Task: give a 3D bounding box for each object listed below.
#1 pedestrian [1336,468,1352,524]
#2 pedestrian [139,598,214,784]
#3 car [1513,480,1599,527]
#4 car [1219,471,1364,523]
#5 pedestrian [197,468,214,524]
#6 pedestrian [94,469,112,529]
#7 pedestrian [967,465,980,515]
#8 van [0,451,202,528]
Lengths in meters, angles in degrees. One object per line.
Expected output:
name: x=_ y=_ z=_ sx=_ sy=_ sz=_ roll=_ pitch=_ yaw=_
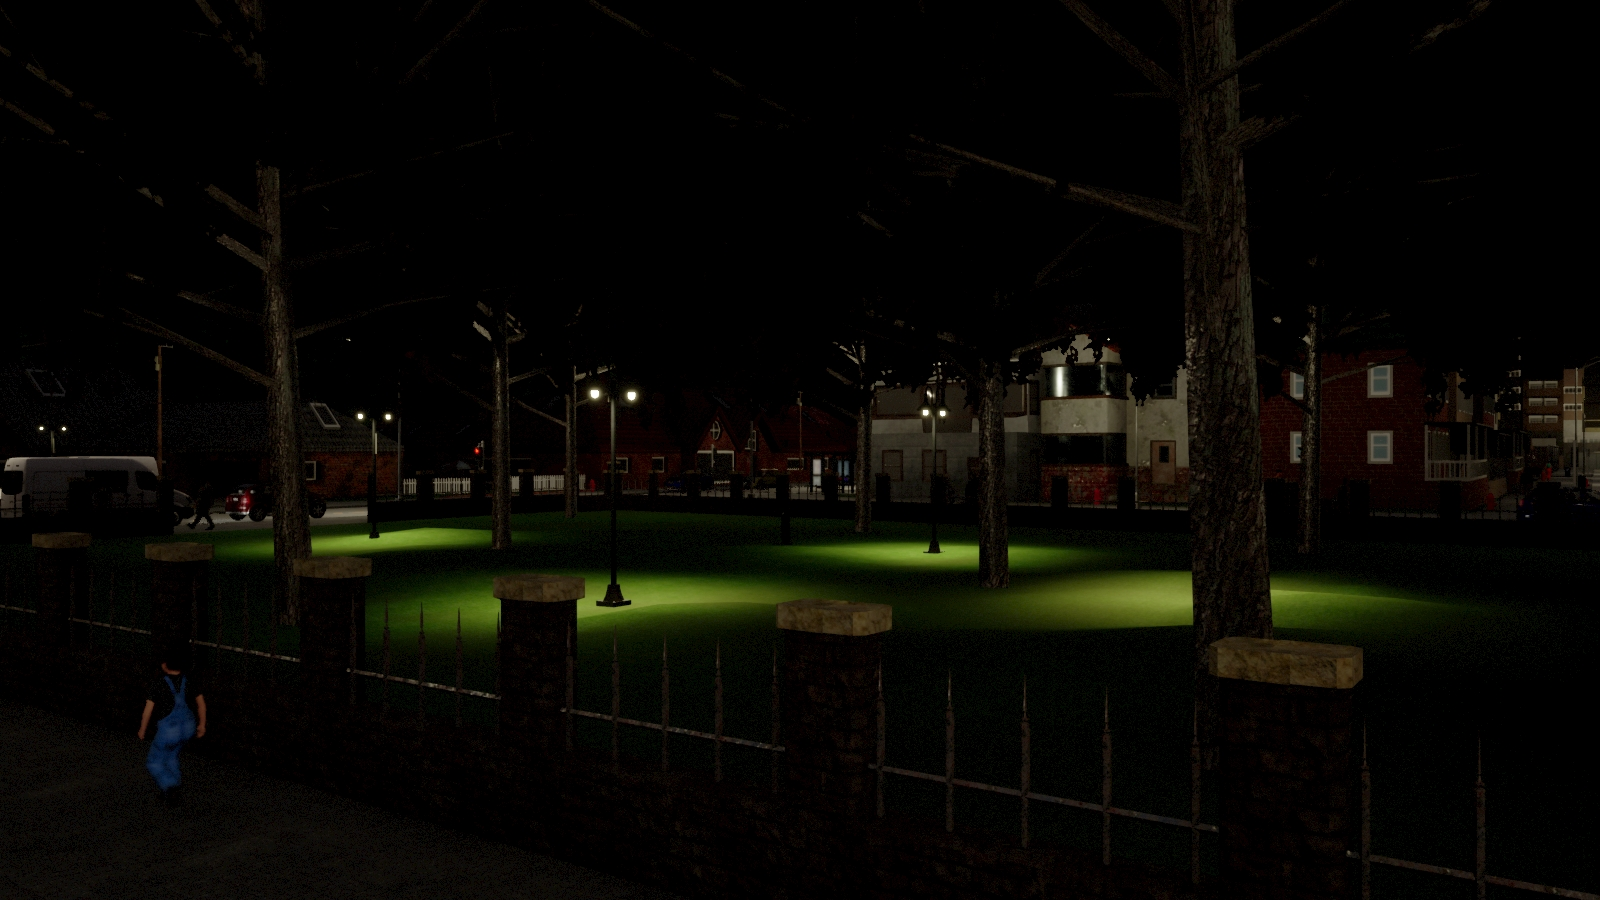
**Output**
pedestrian: x=18.050 y=1.525 z=37.935 sx=0.375 sy=1.860 sz=0.375 roll=0 pitch=0 yaw=4
pedestrian: x=-4.728 y=1.805 z=8.665 sx=0.375 sy=1.300 sz=0.375 roll=0 pitch=0 yaw=35
car: x=26.762 y=1.818 z=39.054 sx=3.633 sy=1.501 sz=1.845 roll=0 pitch=0 yaw=6
car: x=18.081 y=1.687 z=42.083 sx=4.553 sy=1.767 sz=2.097 roll=0 pitch=0 yaw=35
pedestrian: x=-19.924 y=1.525 z=38.307 sx=0.375 sy=1.860 sz=0.375 roll=0 pitch=0 yaw=35
pedestrian: x=-21.775 y=1.525 z=35.704 sx=0.375 sy=1.860 sz=0.375 roll=0 pitch=0 yaw=37
pedestrian: x=6.613 y=1.524 z=43.601 sx=0.375 sy=1.860 sz=0.375 roll=0 pitch=0 yaw=-15
van: x=-24.847 y=1.314 z=40.778 sx=1.988 sy=2.561 sz=5.915 roll=0 pitch=0 yaw=36
